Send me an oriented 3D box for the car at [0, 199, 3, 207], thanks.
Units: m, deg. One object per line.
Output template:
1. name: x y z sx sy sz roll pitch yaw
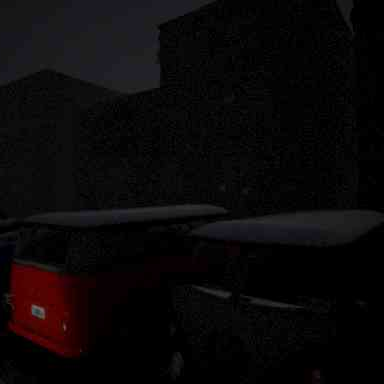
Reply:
1. car: -9.828 1.244 12.329 2.435 2.045 5.566 0 0 35

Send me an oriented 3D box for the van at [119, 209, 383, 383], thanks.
1. van: 1.434 1.254 4.189 1.878 1.987 4.442 0 0 35

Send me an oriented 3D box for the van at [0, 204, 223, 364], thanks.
1. van: -0.692 1.255 5.992 1.878 1.987 4.442 0 0 35
